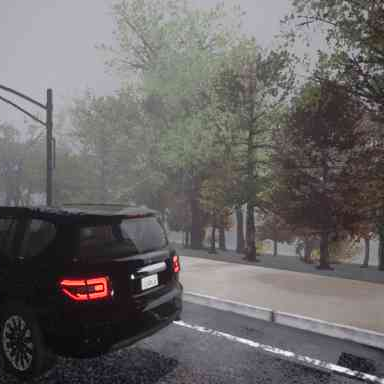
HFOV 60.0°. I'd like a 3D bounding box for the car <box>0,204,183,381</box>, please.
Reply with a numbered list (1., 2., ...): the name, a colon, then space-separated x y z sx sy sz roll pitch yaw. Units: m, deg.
1. car: -2.756 1.221 5.680 5.566 2.045 2.150 0 0 34
